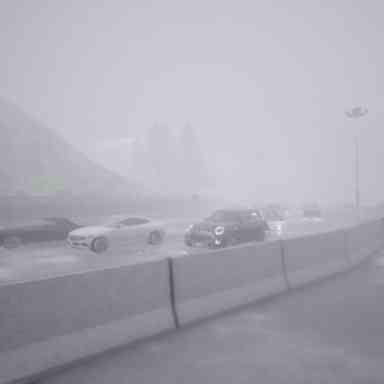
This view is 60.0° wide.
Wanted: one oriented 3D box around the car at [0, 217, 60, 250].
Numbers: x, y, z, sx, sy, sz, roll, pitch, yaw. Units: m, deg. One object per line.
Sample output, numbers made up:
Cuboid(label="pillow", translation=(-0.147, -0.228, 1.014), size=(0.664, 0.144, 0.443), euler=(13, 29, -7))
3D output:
Cuboid(label="car", translation=(-7.228, 1.900, 16.146), size=(4.718, 1.301, 1.895), euler=(0, -1, -41))

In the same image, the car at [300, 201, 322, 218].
Cuboid(label="car", translation=(13.078, 1.988, 36.417), size=(2.033, 1.411, 5.357), euler=(-1, -1, 18))

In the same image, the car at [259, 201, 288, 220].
Cuboid(label="car", translation=(8.049, 1.931, 32.657), size=(1.837, 1.490, 4.892), euler=(-1, -1, 20))

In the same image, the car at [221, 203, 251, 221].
Cuboid(label="car", translation=(4.413, 1.934, 32.909), size=(1.882, 1.535, 5.008), euler=(-1, -1, 20))

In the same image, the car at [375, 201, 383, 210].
Cuboid(label="car", translation=(27.835, 1.987, 47.907), size=(2.128, 1.511, 4.902), euler=(-1, -1, 18))

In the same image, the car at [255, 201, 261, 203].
Cuboid(label="car", translation=(10.357, 2.162, 50.870), size=(2.128, 1.511, 4.902), euler=(-1, -1, 18))

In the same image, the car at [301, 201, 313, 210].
Cuboid(label="car", translation=(19.733, 2.215, 57.108), size=(1.812, 1.442, 4.674), euler=(-1, -1, 18))

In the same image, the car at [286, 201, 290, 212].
Cuboid(label="car", translation=(13.796, 2.112, 50.151), size=(1.882, 1.535, 5.008), euler=(-1, -1, 18))

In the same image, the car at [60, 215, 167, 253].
Cuboid(label="car", translation=(-3.228, 1.780, 15.142), size=(4.674, 1.442, 1.812), euler=(0, -1, -44))

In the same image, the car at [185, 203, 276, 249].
Cuboid(label="car", translation=(1.742, 1.573, 15.352), size=(2.097, 1.767, 4.553), euler=(-1, -1, 41))
